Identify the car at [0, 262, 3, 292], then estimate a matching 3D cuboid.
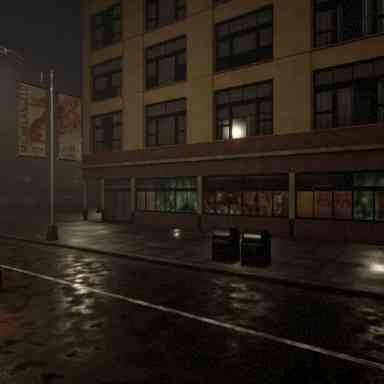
[{"bbox_3d":[-5.832,1.564,7.719,1.994,1.385,4.181,0,0,-40],"label":"car"}]
